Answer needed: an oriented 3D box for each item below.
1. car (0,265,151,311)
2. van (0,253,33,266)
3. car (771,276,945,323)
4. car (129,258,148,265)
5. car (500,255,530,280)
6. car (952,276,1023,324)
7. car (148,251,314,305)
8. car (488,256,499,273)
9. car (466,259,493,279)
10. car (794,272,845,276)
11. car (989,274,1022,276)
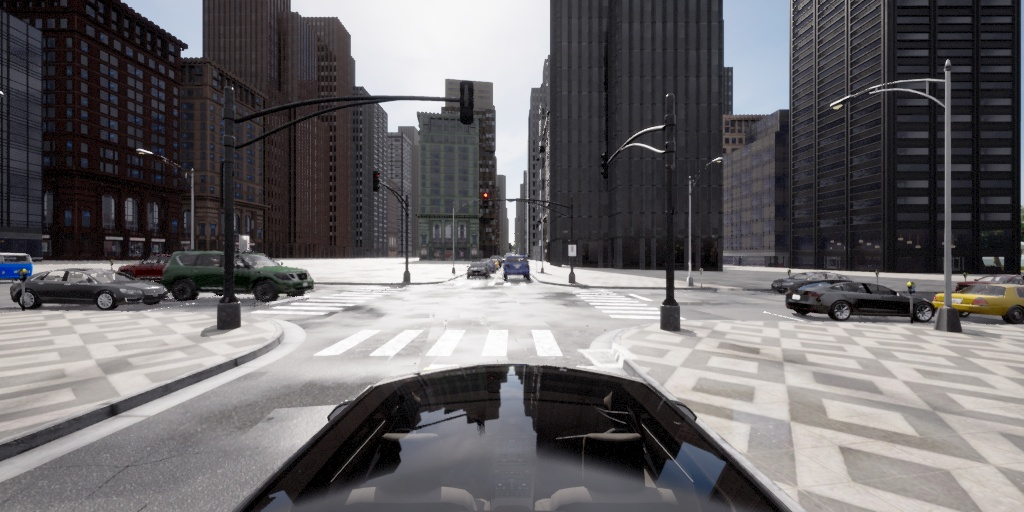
[{"bbox_3d":[-14.765,1.116,12.638,4.403,1.370,2.007,0,0,0],"label":"car"},{"bbox_3d":[-31.118,0.680,21.191,3.998,1.789,1.690,0,0,0],"label":"van"},{"bbox_3d":[12.143,1.524,12.690,4.313,1.339,1.948,0,0,0],"label":"car"},{"bbox_3d":[-20.199,0.799,21.173,5.009,1.841,2.192,0,0,0],"label":"car"},{"bbox_3d":[0.314,0.971,31.146,2.150,2.045,5.566,0,0,-2],"label":"car"},{"bbox_3d":[17.955,1.571,12.680,4.829,1.417,1.751,0,0,0],"label":"car"},{"bbox_3d":[-11.635,0.829,15.390,5.566,2.045,2.150,1,0,0],"label":"car"},{"bbox_3d":[-3.038,1.102,42.288,2.097,1.767,4.553,0,0,0],"label":"car"},{"bbox_3d":[-3.055,1.254,33.235,1.837,1.490,4.892,0,0,0],"label":"car"},{"bbox_3d":[17.808,1.591,21.206,4.403,1.370,2.007,0,0,0],"label":"car"},{"bbox_3d":[29.094,1.766,21.187,4.507,1.381,1.888,0,0,0],"label":"car"}]
